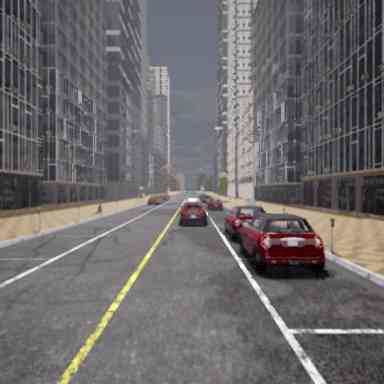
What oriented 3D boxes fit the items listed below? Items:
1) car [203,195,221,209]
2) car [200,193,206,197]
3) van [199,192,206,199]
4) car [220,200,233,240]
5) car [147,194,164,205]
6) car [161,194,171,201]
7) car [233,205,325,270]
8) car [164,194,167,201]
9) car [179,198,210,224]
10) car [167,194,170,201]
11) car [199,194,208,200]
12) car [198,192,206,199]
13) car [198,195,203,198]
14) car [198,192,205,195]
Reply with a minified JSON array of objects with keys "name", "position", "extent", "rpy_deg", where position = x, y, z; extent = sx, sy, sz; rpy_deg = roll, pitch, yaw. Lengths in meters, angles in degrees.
[{"name":"car","position":[2.668,1.348,39.270],"extent":[1.887,1.381,4.507],"rpy_deg":[0,0,0]},{"name":"car","position":[2.658,1.271,56.347],"extent":[1.947,1.339,4.313],"rpy_deg":[0,0,0]},{"name":"van","position":[2.641,0.868,84.807],"extent":[1.690,1.788,3.998],"rpy_deg":[0,0,0]},{"name":"car","position":[2.681,1.361,16.500],"extent":[1.967,1.590,4.097],"rpy_deg":[0,0,0]},{"name":"car","position":[-5.719,1.283,50.656],"extent":[1.887,1.381,4.507],"rpy_deg":[0,0,0]},{"name":"car","position":[-5.733,1.166,73.426],"extent":[1.947,1.339,4.313],"rpy_deg":[0,0,0]},{"name":"car","position":[2.685,1.388,10.808],"extent":[1.967,1.590,4.097],"rpy_deg":[0,0,0]},{"name":"car","position":[-5.723,1.287,56.350],"extent":[1.802,1.307,4.206],"rpy_deg":[0,0,0]},{"name":"car","position":[0.085,1.412,23.622],"extent":[1.812,1.442,4.674],"rpy_deg":[0,0,0]},{"name":"car","position":[-5.729,1.180,67.734],"extent":[1.887,1.381,4.507],"rpy_deg":[0,0,0]},{"name":"car","position":[2.644,1.130,79.115],"extent":[1.947,1.339,4.313],"rpy_deg":[0,0,0]},{"name":"car","position":[2.638,0.929,90.499],"extent":[1.967,1.590,4.097],"rpy_deg":[0,0,0]},{"name":"car","position":[0.076,1.397,40.638],"extent":[1.895,1.301,4.718],"rpy_deg":[0,0,0]},{"name":"car","position":[2.651,1.201,67.731],"extent":[1.947,1.339,4.313],"rpy_deg":[0,0,0]}]
